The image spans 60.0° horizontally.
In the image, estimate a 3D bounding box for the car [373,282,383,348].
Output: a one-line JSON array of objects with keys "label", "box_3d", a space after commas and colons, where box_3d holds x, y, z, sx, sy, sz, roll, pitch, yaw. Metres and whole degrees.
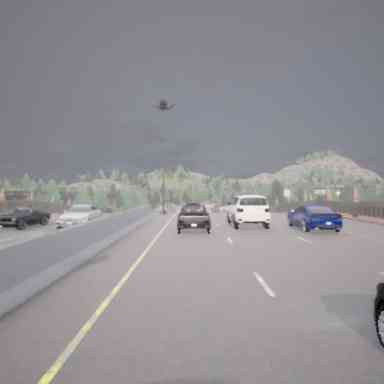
[{"label": "car", "box_3d": [3.605, 1.478, 2.908, 1.882, 1.535, 5.008, 0, 0, 0]}]

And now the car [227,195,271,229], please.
[{"label": "car", "box_3d": [3.606, 1.223, 21.873, 2.150, 2.045, 5.566, 0, 0, 0]}]

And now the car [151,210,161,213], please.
[{"label": "car", "box_3d": [-6.991, 4.205, 64.417, 1.882, 1.535, 5.008, 0, -7, 0]}]

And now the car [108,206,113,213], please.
[{"label": "car", "box_3d": [-14.035, 2.953, 53.638, 1.994, 1.385, 4.181, 0, -6, 1]}]

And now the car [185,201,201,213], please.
[{"label": "car", "box_3d": [0.111, 1.940, 42.347, 1.837, 1.490, 4.892, 0, -4, 0]}]

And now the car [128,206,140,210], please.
[{"label": "car", "box_3d": [-10.511, 3.609, 61.581, 2.150, 2.045, 5.566, 0, -7, 1]}]

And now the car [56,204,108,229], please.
[{"label": "car", "box_3d": [-7.092, 1.527, 21.500, 1.812, 1.442, 4.674, 0, 0, 0]}]

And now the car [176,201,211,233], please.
[{"label": "car", "box_3d": [0.105, 1.493, 19.585, 2.128, 1.511, 4.902, 0, 0, 0]}]

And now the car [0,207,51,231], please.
[{"label": "car", "box_3d": [-10.594, 1.602, 20.585, 1.895, 1.301, 4.718, 0, 0, 0]}]

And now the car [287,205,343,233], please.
[{"label": "car", "box_3d": [7.105, 1.479, 19.753, 1.882, 1.535, 5.008, 0, 0, 0]}]
